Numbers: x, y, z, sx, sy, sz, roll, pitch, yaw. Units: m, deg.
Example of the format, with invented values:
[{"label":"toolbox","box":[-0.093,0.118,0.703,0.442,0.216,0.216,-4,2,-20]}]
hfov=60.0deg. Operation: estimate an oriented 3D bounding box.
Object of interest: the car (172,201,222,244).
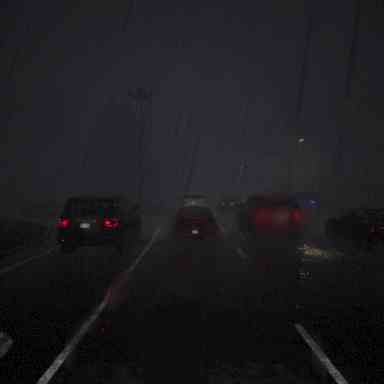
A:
[{"label":"car","box":[0.118,1.388,15.430,1.882,1.535,5.008,0,0,0]}]

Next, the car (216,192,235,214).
[{"label":"car","box":[3.637,1.163,32.596,2.097,1.767,4.553,0,0,0]}]

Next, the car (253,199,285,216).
[{"label":"car","box":[7.136,1.420,31.286,1.895,1.301,4.718,0,0,0]}]

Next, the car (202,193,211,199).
[{"label":"car","box":[3.597,0.914,82.556,1.882,1.535,5.008,0,0,0]}]

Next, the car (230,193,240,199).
[{"label":"car","box":[10.596,1.012,81.745,1.895,1.301,4.718,0,0,0]}]

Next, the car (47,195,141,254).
[{"label":"car","box":[-3.433,1.144,13.273,2.150,2.045,5.566,0,0,-1]}]

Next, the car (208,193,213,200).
[{"label":"car","box":[3.585,1.166,72.579,1.895,1.301,4.718,0,0,0]}]

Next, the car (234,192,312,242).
[{"label":"car","box":[3.618,1.128,16.078,2.150,2.045,5.566,0,0,0]}]

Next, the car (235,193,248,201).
[{"label":"car","box":[10.584,1.102,71.291,2.128,1.511,4.902,0,0,0]}]

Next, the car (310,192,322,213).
[{"label":"car","box":[10.637,1.037,31.967,2.150,2.045,5.566,0,0,0]}]

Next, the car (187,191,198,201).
[{"label":"car","box":[0.085,0.778,72.165,2.150,2.045,5.566,0,0,0]}]

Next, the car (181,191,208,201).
[{"label":"car","box":[0.137,1.037,31.849,2.150,2.045,5.566,0,0,0]}]

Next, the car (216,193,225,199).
[{"label":"car","box":[7.097,0.914,82.552,1.882,1.535,5.008,0,0,0]}]

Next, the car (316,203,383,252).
[{"label":"car","box":[7.115,1.413,13.515,2.128,1.511,4.902,0,0,0]}]

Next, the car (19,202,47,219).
[{"label":"car","box":[-12.123,1.442,27.098,4.718,1.301,1.895,0,0,36]}]
